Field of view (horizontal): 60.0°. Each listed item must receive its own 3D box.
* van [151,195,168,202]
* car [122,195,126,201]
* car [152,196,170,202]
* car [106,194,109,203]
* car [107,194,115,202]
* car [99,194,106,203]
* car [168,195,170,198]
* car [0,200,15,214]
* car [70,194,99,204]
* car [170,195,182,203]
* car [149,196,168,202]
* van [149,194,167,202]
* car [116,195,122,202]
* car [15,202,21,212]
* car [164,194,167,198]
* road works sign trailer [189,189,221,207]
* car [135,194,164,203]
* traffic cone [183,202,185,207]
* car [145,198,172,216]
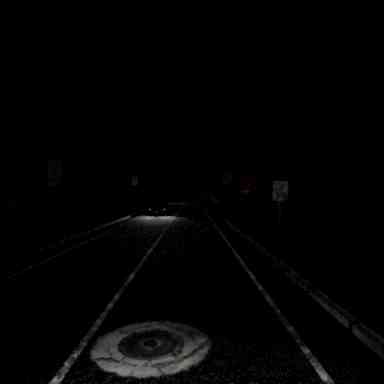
[{"bbox_3d":[-8.969,1.703,91.878,4.442,1.987,1.878,0,-1,0],"label":"van"},{"bbox_3d":[-21.747,1.925,91.759,5.366,1.575,1.946,0,-1,0],"label":"car"},{"bbox_3d":[-8.851,1.965,94.678,5.008,1.535,2.097,0,-1,0],"label":"car"},{"bbox_3d":[-21.927,1.770,75.054,4.674,1.452,2.002,0,-1,0],"label":"car"},{"bbox_3d":[-21.893,1.662,80.624,4.553,1.767,2.185,0,-1,0],"label":"car"},{"bbox_3d":[-21.931,1.704,72.267,5.008,1.535,2.097,0,0,0],"label":"car"},{"bbox_3d":[-8.873,1.537,80.667,5.566,2.045,2.435,0,-1,0],"label":"car"},{"bbox_3d":[-21.959,1.559,35.065,5.008,1.535,2.097,0,0,0],"label":"car"},{"bbox_3d":[-21.924,1.666,66.699,5.008,1.535,2.097,0,0,0],"label":"car"},{"bbox_3d":[-3.250,1.511,75.178,2.097,1.767,4.553,0,-1,0],"label":"car"},{"bbox_3d":[-8.844,1.894,89.073,4.892,1.521,2.231,0,-1,0],"label":"car"},{"bbox_3d":[-8.731,1.631,86.272,4.442,1.987,1.878,0,-1,0],"label":"van"},{"bbox_3d":[-21.927,1.932,88.974,4.674,1.452,2.002,0,-1,0],"label":"car"},{"bbox_3d":[-21.948,1.609,38.214,4.674,1.452,2.002,0,0,0],"label":"car"},{"bbox_3d":[-8.875,1.454,72.257,5.566,2.045,2.435,0,-1,0],"label":"car"},{"bbox_3d":[2.366,1.214,48.851,3.560,2.880,2.380,-5,45,-44],"label":"road works sign trailer"},{"bbox_3d":[-8.842,1.686,69.454,4.892,1.521,2.231,0,0,0],"label":"car"},{"bbox_3d":[-1.380,2.117,53.991,0.340,0.580,0.340,0,0,0],"label":"traffic cone"},{"bbox_3d":[-3.340,1.629,33.725,1.812,1.442,4.674,0,0,0],"label":"car"}]
